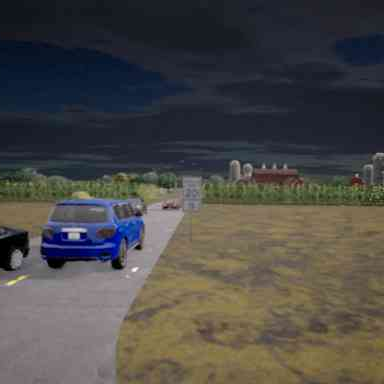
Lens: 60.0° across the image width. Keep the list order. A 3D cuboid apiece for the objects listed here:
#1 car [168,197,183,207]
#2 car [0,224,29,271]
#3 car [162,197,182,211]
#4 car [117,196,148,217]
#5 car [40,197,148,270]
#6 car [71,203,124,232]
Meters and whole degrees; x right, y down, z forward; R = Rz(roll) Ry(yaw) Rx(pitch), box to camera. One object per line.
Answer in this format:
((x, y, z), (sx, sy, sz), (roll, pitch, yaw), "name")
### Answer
((-2.465, 1.522, 51.496), (2.033, 1.411, 5.357), (1, 0, 1), "car")
((-5.994, 1.456, 8.069), (1.882, 1.535, 5.008), (1, 0, 4), "car")
((-2.562, 1.590, 41.427), (1.895, 1.301, 4.718), (1, 0, 1), "car")
((-5.584, 1.314, 32.026), (2.097, 1.767, 4.553), (1, 0, 1), "car")
((-3.035, 1.236, 11.323), (2.150, 2.045, 5.566), (1, 0, 1), "car")
((-5.752, 1.479, 20.897), (1.837, 1.490, 4.892), (1, 0, 1), "car")
